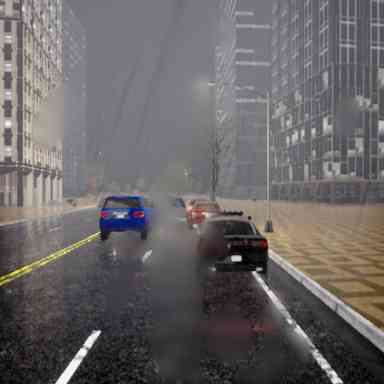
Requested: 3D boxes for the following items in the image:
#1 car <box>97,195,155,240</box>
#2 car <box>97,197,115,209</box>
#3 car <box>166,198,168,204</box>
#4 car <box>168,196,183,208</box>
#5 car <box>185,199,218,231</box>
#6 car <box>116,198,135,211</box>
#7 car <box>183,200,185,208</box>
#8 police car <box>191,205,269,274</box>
[{"bbox_3d":[-3.215,1.209,17.204,2.150,2.045,5.566,0,-1,-2],"label":"car"},{"bbox_3d":[-11.909,1.501,46.300,1.837,1.490,4.892,0,0,-6],"label":"car"},{"bbox_3d":[-3.633,1.527,60.359,1.812,1.442,4.674,0,0,-8],"label":"car"},{"bbox_3d":[-1.952,1.521,46.853,1.812,1.442,4.674,0,0,-6],"label":"car"},{"bbox_3d":[0.828,1.345,20.719,2.097,1.767,4.553,0,0,-2],"label":"car"},{"bbox_3d":[-8.109,1.499,40.973,1.837,1.490,4.892,0,0,-5],"label":"car"},{"bbox_3d":[0.557,1.344,26.808,2.097,1.767,4.553,0,0,-3],"label":"car"},{"bbox_3d":[1.061,1.422,10.702,1.930,1.638,5.238,0,0,-1],"label":"police car"}]
